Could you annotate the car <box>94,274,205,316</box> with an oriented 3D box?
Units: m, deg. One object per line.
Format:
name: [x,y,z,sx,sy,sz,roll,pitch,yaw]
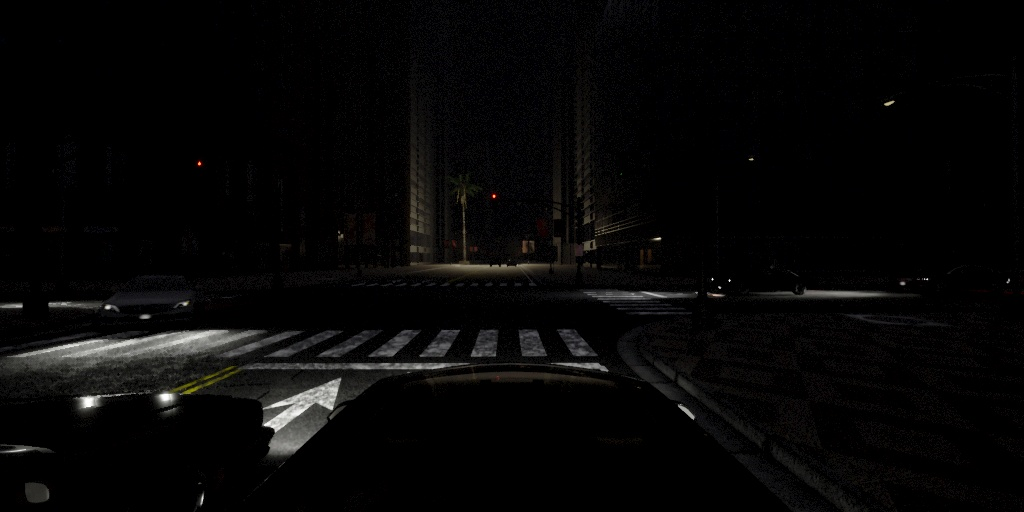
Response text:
car: [-10.764,1.283,11.037,1.812,1.442,4.674,1,-1,-37]

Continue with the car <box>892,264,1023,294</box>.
car: [23.002,1.173,18.900,4.902,1.511,2.128,0,0,-1]

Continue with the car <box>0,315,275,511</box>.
car: [-3.176,1.297,0.710,2.033,1.411,5.357,0,0,4]

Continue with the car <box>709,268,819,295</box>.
car: [12.997,1.316,18.734,4.718,1.301,1.895,0,0,-2]
